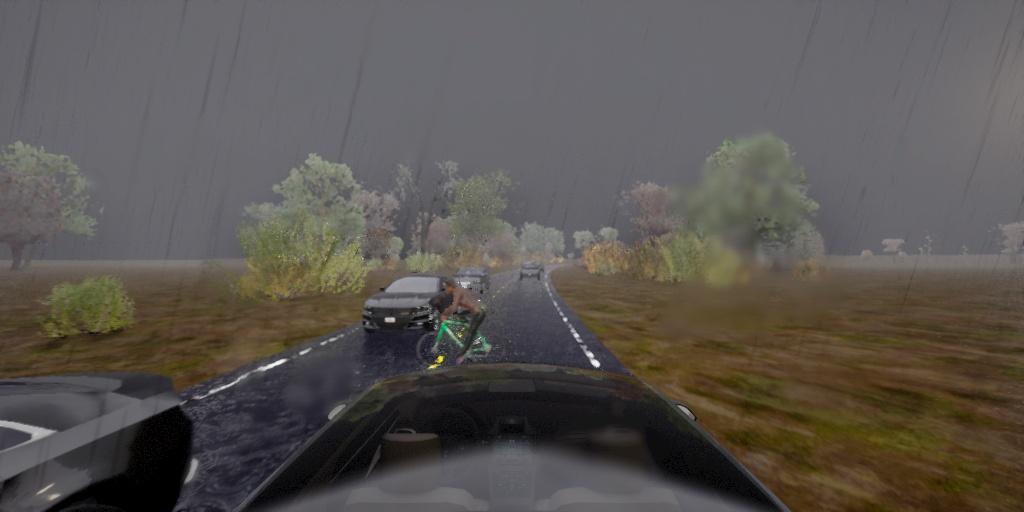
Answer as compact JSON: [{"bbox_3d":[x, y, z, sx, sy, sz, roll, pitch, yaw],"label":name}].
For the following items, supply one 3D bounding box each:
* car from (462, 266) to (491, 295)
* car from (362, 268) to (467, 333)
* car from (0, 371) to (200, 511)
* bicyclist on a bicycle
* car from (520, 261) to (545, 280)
[{"bbox_3d":[-2.356,1.371,21.235,2.128,1.511,4.902,0,0,4],"label":"car"},{"bbox_3d":[-2.843,1.288,11.160,1.882,1.535,5.008,0,0,2],"label":"car"},{"bbox_3d":[-3.109,1.230,0.381,2.128,1.511,4.902,0,-1,1],"label":"car"},{"bbox_3d":[-0.942,1.236,6.539,1.656,1.620,0.582,-2,0,1],"label":"bicyclist on a bicycle"},{"bbox_3d":[1.786,1.468,34.250,2.128,1.511,4.902,0,0,5],"label":"car"}]
